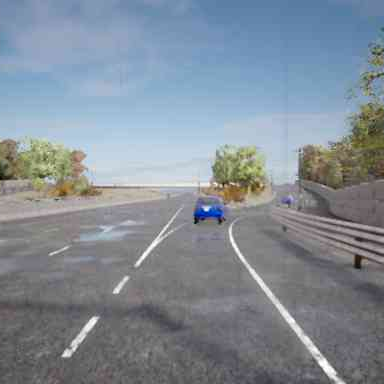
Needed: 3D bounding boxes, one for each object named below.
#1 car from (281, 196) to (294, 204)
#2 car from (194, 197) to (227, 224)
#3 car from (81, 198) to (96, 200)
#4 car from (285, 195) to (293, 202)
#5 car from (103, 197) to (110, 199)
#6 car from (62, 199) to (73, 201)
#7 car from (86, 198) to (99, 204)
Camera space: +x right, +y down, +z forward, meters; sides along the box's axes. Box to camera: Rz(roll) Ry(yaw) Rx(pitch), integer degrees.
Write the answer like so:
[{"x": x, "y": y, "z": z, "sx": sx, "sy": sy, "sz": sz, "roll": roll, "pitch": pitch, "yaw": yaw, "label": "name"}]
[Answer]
[{"x": 22.703, "y": 2.074, "z": 80.095, "sx": 2.150, "sy": 2.045, "sz": 5.566, "roll": 0, "pitch": 2, "yaw": 20, "label": "car"}, {"x": 1.571, "y": 1.424, "z": 26.877, "sx": 2.150, "sy": 2.045, "sz": 5.566, "roll": 0, "pitch": -1, "yaw": 11, "label": "car"}, {"x": -20.995, "y": 1.930, "z": 65.587, "sx": 1.837, "sy": 1.490, "sz": 4.892, "roll": 0, "pitch": 0, "yaw": 0, "label": "car"}, {"x": 26.328, "y": 1.822, "z": 89.914, "sx": 1.812, "sy": 1.442, "sz": 4.674, "roll": 0, "pitch": 3, "yaw": 19, "label": "car"}, {"x": -20.994, "y": 2.074, "z": 81.836, "sx": 1.812, "sy": 1.442, "sz": 4.674, "roll": 0, "pitch": 0, "yaw": 0, "label": "car"}, {"x": -24.495, "y": 1.982, "z": 65.587, "sx": 1.994, "sy": 1.385, "sz": 4.181, "roll": 0, "pitch": 0, "yaw": 0, "label": "car"}, {"x": -24.494, "y": 2.145, "z": 81.806, "sx": 1.895, "sy": 1.301, "sz": 4.718, "roll": 0, "pitch": 0, "yaw": 0, "label": "car"}]
